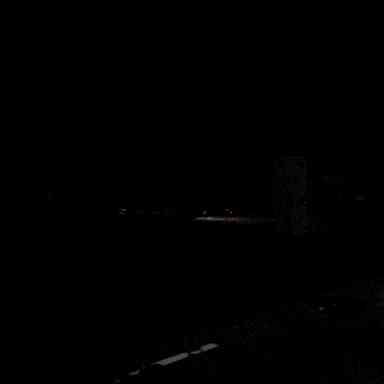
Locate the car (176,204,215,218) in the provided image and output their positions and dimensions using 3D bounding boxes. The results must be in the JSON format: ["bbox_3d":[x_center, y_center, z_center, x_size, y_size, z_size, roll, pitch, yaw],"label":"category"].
[{"bbox_3d":[-0.028,2.096,38.541,2.128,1.511,4.902,-2,0,-36],"label":"car"}]

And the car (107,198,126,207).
[{"bbox_3d":[-14.973,2.050,65.755,1.837,1.490,4.892,-2,2,-36],"label":"car"}]

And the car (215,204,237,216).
[{"bbox_3d":[3.234,2.118,40.329,1.895,1.301,4.718,-2,0,-35],"label":"car"}]

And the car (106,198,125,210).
[{"bbox_3d":[-13.215,2.171,57.115,2.128,1.511,4.902,-2,1,-35],"label":"car"}]
